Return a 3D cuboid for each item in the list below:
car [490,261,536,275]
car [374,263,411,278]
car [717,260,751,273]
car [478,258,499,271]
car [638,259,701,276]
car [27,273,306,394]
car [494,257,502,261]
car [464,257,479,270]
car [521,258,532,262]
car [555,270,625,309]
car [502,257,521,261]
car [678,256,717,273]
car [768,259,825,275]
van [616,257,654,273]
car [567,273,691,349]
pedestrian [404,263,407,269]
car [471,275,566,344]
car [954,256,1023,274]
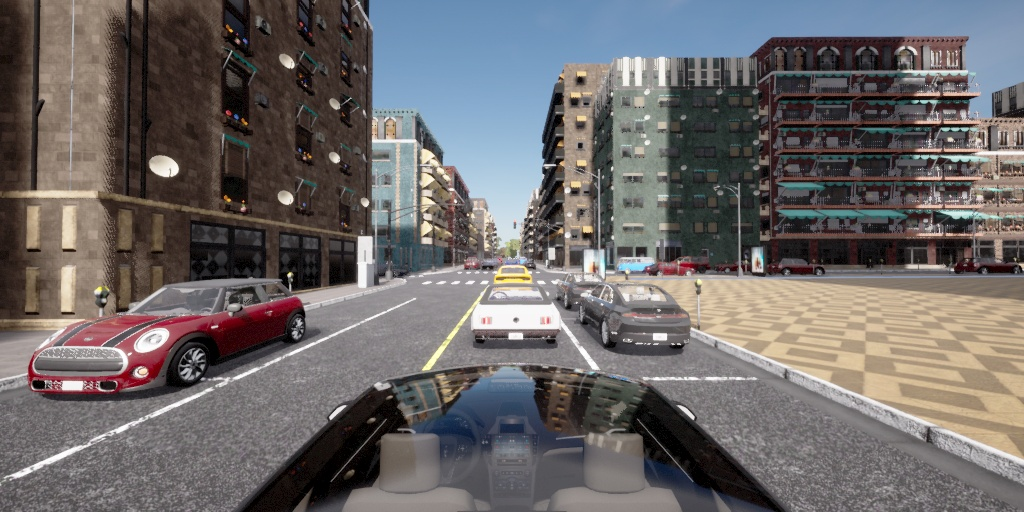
[{"bbox_3d":[0.052,1.233,19.033,1.882,1.535,5.008,0,0,0],"label":"car"},{"bbox_3d":[-12.469,1.372,33.948,5.357,1.411,2.033,0,-1,0],"label":"car"},{"bbox_3d":[24.737,1.166,39.546,4.507,1.381,1.888,0,0,0],"label":"car"},{"bbox_3d":[-3.231,1.369,50.450,1.895,1.301,4.718,0,0,1],"label":"car"},{"bbox_3d":[13.639,1.163,31.220,4.207,1.307,1.802,0,0,0],"label":"car"},{"bbox_3d":[-5.831,1.191,6.741,1.967,1.591,4.097,0,0,0],"label":"car"},{"bbox_3d":[-3.221,1.320,60.143,2.033,1.411,5.357,0,0,0],"label":"car"},{"bbox_3d":[-5.809,1.084,52.780,2.192,1.841,5.009,0,0,0],"label":"car"},{"bbox_3d":[2.571,1.335,52.760,1.948,1.339,4.313,0,0,0],"label":"car"},{"bbox_3d":[2.791,1.304,14.567,2.007,1.370,4.403,0,0,0],"label":"car"},{"bbox_3d":[-0.010,1.245,50.718,1.882,1.535,5.008,0,0,0],"label":"car"},{"bbox_3d":[19.209,0.978,39.573,5.009,1.841,2.192,0,0,0],"label":"car"},{"bbox_3d":[24.694,0.936,31.166,4.097,1.591,1.967,0,0,0],"label":"car"},{"bbox_3d":[13.681,1.046,39.600,3.998,1.789,1.690,0,0,0],"label":"van"},{"bbox_3d":[2.804,1.303,8.997,2.007,1.370,4.403,0,0,0],"label":"car"},{"bbox_3d":[-12.625,1.098,42.689,0.375,1.860,0.375,0,0,0],"label":"pedestrian"},{"bbox_3d":[0.080,1.353,9.580,1.895,1.301,4.718,0,0,0],"label":"car"},{"bbox_3d":[41.276,0.812,31.086,4.097,1.591,1.967,0,0,0],"label":"car"}]
